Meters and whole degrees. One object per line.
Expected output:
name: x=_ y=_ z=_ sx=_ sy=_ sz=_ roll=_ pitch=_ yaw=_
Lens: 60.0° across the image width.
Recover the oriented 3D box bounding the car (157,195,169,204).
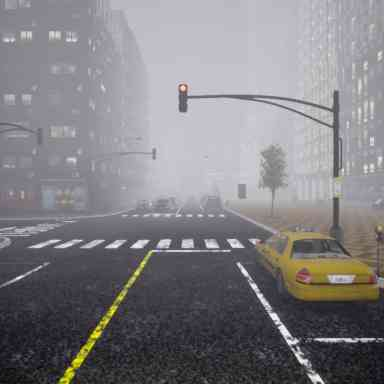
car: x=-5.892 y=1.497 z=68.116 sx=1.967 sy=1.590 sz=4.097 roll=0 pitch=0 yaw=0

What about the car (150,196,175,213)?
car: x=-3.211 y=1.519 z=37.229 sx=1.837 sy=1.490 sz=4.892 roll=0 pitch=0 yaw=0

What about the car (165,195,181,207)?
car: x=-3.246 y=1.536 z=53.053 sx=1.837 sy=1.490 sz=4.892 roll=0 pitch=0 yaw=0

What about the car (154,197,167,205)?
car: x=-5.875 y=1.592 z=62.588 sx=1.887 sy=1.381 sz=4.507 roll=0 pitch=0 yaw=0

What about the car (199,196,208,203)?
car: x=2.473 y=1.611 z=73.667 sx=1.887 sy=1.381 sz=4.507 roll=0 pitch=0 yaw=0

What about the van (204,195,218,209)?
van: x=2.552 y=1.364 z=46.033 sx=1.690 sy=1.788 sz=3.998 roll=0 pitch=0 yaw=0

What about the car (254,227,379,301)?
car: x=2.663 y=1.526 z=8.264 sx=1.752 sy=1.417 sz=4.829 roll=0 pitch=0 yaw=0

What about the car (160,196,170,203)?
car: x=-5.907 y=1.648 z=73.643 sx=1.802 sy=1.307 sz=4.206 roll=0 pitch=0 yaw=0

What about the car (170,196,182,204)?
car: x=-3.206 y=1.563 z=68.502 sx=2.128 sy=1.511 sz=4.902 roll=0 pitch=0 yaw=0

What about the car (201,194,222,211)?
car: x=2.568 y=1.332 z=40.507 sx=2.192 sy=1.841 sz=5.009 roll=0 pitch=0 yaw=0

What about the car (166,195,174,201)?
car: x=-5.954 y=1.624 z=90.052 sx=1.752 sy=1.417 sz=4.829 roll=0 pitch=0 yaw=0

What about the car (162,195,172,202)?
car: x=-5.924 y=1.517 z=79.169 sx=1.967 sy=1.590 sz=4.097 roll=0 pitch=0 yaw=0

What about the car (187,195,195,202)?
car: x=-0.230 y=1.469 z=79.693 sx=1.882 sy=1.535 sz=5.008 roll=0 pitch=0 yaw=0

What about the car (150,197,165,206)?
car: x=-5.859 y=1.588 z=57.062 sx=2.008 sy=1.369 sz=4.403 roll=0 pitch=0 yaw=0

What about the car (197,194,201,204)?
car: x=2.504 y=1.362 z=62.613 sx=2.192 sy=1.841 sz=5.009 roll=0 pitch=0 yaw=0

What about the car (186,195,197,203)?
car: x=-0.202 y=1.612 z=69.692 sx=1.994 sy=1.385 sz=4.181 roll=0 pitch=0 yaw=0

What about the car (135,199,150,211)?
car: x=-5.810 y=1.568 z=40.483 sx=2.008 sy=1.369 sz=4.403 roll=0 pitch=0 yaw=0
